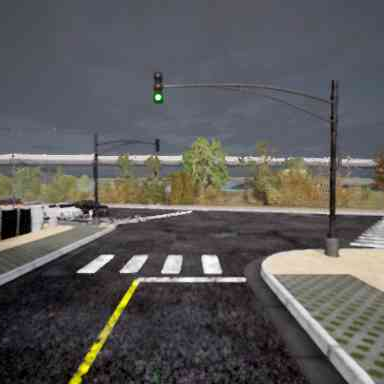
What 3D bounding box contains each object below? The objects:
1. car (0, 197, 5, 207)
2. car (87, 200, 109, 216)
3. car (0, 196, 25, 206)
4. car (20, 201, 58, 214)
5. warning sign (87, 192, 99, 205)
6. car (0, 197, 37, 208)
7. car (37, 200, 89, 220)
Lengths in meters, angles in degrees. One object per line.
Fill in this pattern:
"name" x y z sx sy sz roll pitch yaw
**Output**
"car" -32.447 1.627 53.490 4.902 1.511 2.128 0 2 36
"car" -10.391 1.543 33.337 5.008 1.535 1.882 0 2 36
"car" -30.534 1.513 56.113 4.902 1.511 2.128 0 2 36
"car" -17.936 1.723 38.826 4.718 1.301 1.895 0 2 36
"warning sign" -14.254 0.920 47.828 1.060 1.860 1.300 2 1 36
"car" -19.195 1.583 35.710 4.553 1.767 2.097 0 2 36
"car" -11.876 1.702 30.396 4.674 1.442 1.812 0 2 38
